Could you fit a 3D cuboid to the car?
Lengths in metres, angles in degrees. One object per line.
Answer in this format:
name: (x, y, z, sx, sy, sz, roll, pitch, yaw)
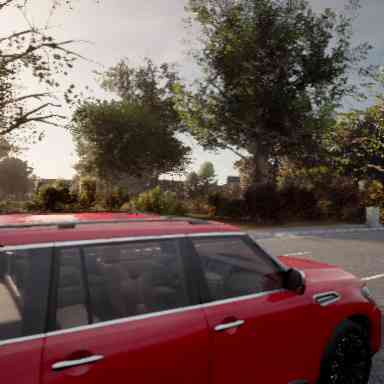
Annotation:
car: (-0.389, 1.222, 3.343, 5.566, 2.045, 2.150, 1, 0, -35)
